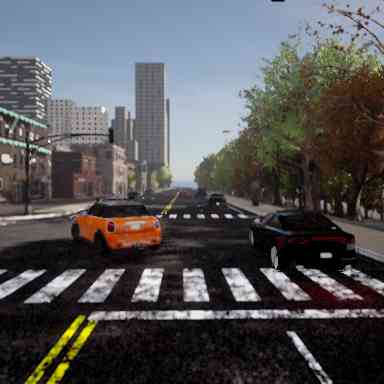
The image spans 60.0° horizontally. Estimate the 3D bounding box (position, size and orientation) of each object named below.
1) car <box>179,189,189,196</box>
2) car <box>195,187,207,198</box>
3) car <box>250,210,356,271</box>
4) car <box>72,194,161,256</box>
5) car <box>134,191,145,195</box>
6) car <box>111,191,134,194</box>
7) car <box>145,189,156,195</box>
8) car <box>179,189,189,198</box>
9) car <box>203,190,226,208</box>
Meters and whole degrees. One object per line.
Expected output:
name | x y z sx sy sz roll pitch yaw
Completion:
car | -1.770 0.007 72.738 2.033 1.411 5.357 0 1 -1
car | 1.729 0.052 62.560 2.150 2.045 5.566 0 1 -1
car | 3.106 1.287 10.316 1.882 1.535 5.008 0 1 -1
car | -2.984 1.113 12.517 2.097 1.767 4.553 -1 1 -33
car | -7.635 0.682 43.270 1.837 1.490 4.892 0 3 -1
car | -7.380 0.877 32.461 2.128 1.511 4.902 0 1 -1
car | -8.049 0.158 63.227 2.097 1.767 4.553 0 1 -1
car | -1.527 0.387 62.743 1.994 1.385 4.181 0 1 -1
car | 2.500 0.850 35.149 1.837 1.490 4.892 0 1 -1
